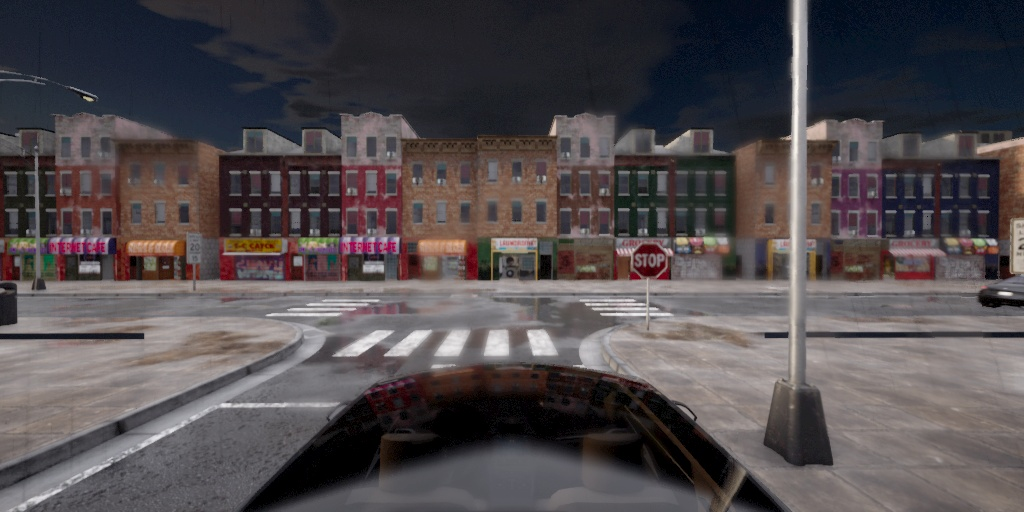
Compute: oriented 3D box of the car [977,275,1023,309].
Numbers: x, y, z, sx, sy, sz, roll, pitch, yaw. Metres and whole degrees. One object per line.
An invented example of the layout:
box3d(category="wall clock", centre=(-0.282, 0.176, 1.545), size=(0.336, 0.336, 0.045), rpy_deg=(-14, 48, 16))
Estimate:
box3d(category="car", centre=(19.967, 1.346, 13.080), size=(4.181, 1.385, 1.994), rpy_deg=(0, 1, -1))
